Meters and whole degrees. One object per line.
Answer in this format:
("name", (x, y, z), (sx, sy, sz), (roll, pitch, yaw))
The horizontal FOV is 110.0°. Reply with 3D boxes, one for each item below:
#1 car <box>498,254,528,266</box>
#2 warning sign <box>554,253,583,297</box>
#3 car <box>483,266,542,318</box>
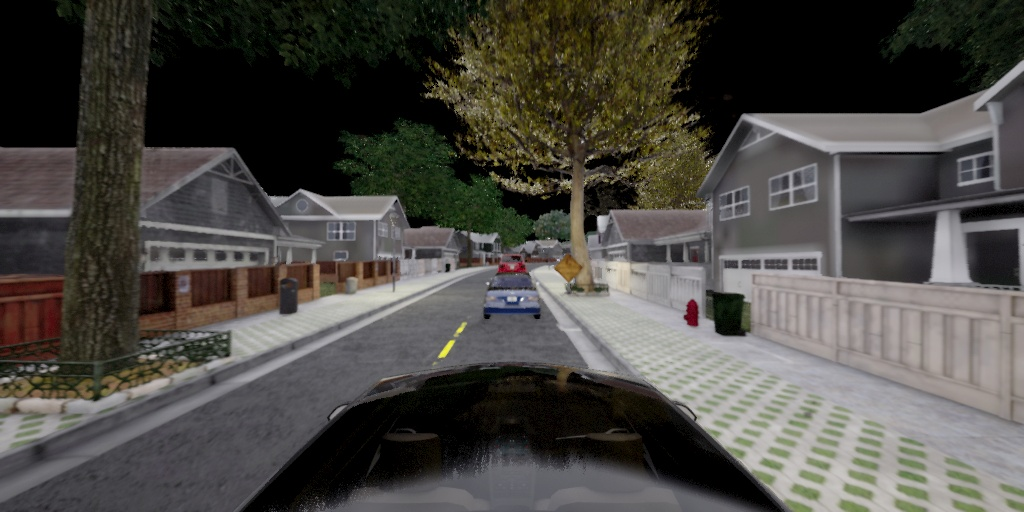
("car", (0.069, 0.888, 28.671), (2.150, 2.045, 5.566), (0, 0, 1))
("warning sign", (2.517, 0.809, 15.808), (1.300, 1.860, 1.060), (0, 0, 0))
("car", (0.022, 1.252, 12.638), (2.033, 1.411, 5.357), (0, 0, 1))
